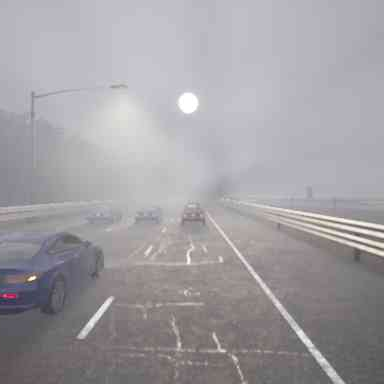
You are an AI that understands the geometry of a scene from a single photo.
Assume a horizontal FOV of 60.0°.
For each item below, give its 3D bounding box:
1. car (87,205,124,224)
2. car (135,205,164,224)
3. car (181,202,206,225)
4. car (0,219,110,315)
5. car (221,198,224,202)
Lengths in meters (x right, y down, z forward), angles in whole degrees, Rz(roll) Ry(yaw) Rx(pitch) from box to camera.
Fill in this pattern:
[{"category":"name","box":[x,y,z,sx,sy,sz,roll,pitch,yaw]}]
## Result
[{"category":"car","box":[-6.881,1.729,26.833,2.033,1.411,5.357,0,0,0]},{"category":"car","box":[-3.381,1.730,26.867,2.033,1.411,5.357,0,0,0]},{"category":"car","box":[0.120,1.723,25.925,2.033,1.411,5.357,0,0,0]},{"category":"car","box":[-3.407,1.578,7.542,1.812,1.442,4.674,0,0,0]},{"category":"car","box":[9.416,1.971,91.438,1.994,1.385,4.181,0,-1,-12]}]
